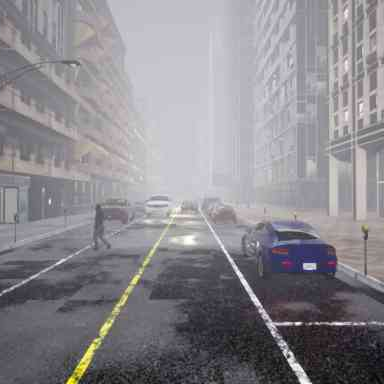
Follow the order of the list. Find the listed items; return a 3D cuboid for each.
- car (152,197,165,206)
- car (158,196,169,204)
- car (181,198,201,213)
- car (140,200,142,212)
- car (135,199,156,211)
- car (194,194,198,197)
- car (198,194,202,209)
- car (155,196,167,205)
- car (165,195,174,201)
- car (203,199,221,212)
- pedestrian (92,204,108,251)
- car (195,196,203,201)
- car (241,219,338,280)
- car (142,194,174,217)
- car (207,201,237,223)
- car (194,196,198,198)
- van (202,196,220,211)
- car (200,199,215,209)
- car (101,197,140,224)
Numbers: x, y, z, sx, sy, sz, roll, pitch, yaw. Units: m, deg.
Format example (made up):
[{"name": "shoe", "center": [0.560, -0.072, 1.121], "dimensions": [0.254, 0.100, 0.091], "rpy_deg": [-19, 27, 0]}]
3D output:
[{"name": "car", "center": [-5.838, 1.613, 58.099], "dimensions": [1.887, 1.381, 4.507], "rpy_deg": [1, 0, -1]}, {"name": "car", "center": [-5.940, 1.639, 69.171], "dimensions": [1.887, 1.381, 4.507], "rpy_deg": [0, 0, -1]}, {"name": "car", "center": [-0.252, 1.633, 37.260], "dimensions": [1.895, 1.301, 4.718], "rpy_deg": [0, 0, 0]}, {"name": "car", "center": [-5.636, 1.612, 35.955], "dimensions": [1.802, 1.307, 4.206], "rpy_deg": [1, 0, -1]}, {"name": "car", "center": [-5.686, 1.589, 41.491], "dimensions": [2.008, 1.369, 4.403], "rpy_deg": [1, 0, -1]}, {"name": "car", "center": [1.838, 1.690, 80.321], "dimensions": [1.947, 1.339, 4.313], "rpy_deg": [0, 0, -1]}, {"name": "car", "center": [2.196, 1.354, 41.573], "dimensions": [2.192, 1.841, 5.009], "rpy_deg": [1, 0, -1]}, {"name": "car", "center": [-5.888, 1.521, 63.634], "dimensions": [1.967, 1.590, 4.097], "rpy_deg": [1, 0, -1]}, {"name": "car", "center": [-6.142, 1.600, 91.313], "dimensions": [1.967, 1.590, 4.097], "rpy_deg": [0, 0, -1]}, {"name": "car", "center": [2.295, 1.604, 30.504], "dimensions": [1.802, 1.307, 4.206], "rpy_deg": [1, 0, -1]}, {"name": "pedestrian", "center": [-3.536, 1.299, 12.673], "dimensions": [0.375, 1.860, 0.375], "rpy_deg": [1, -1, -1]}, {"name": "car", "center": [1.786, 1.668, 86.027], "dimensions": [1.752, 1.417, 4.829], "rpy_deg": [0, 0, -1]}, {"name": "car", "center": [2.662, 1.530, 9.883], "dimensions": [1.812, 1.442, 4.674], "rpy_deg": [0, 0, -1]}, {"name": "car", "center": [-3.144, 1.246, 32.402], "dimensions": [2.150, 2.045, 5.566], "rpy_deg": [0, 0, -1]}, {"name": "car", "center": [2.346, 1.597, 24.968], "dimensions": [1.802, 1.307, 4.206], "rpy_deg": [1, 0, -1]}, {"name": "car", "center": [-0.393, 1.649, 47.303], "dimensions": [1.895, 1.301, 4.718], "rpy_deg": [0, 0, 0]}, {"name": "van", "center": [2.247, 1.371, 36.038], "dimensions": [1.690, 1.788, 3.998], "rpy_deg": [1, 0, -1]}, {"name": "car", "center": [2.143, 1.630, 47.109], "dimensions": [1.802, 1.307, 4.206], "rpy_deg": [0, 0, -1]}, {"name": "car", "center": [-5.532, 1.330, 24.884], "dimensions": [2.192, 1.841, 5.009], "rpy_deg": [1, 0, -1]}]
